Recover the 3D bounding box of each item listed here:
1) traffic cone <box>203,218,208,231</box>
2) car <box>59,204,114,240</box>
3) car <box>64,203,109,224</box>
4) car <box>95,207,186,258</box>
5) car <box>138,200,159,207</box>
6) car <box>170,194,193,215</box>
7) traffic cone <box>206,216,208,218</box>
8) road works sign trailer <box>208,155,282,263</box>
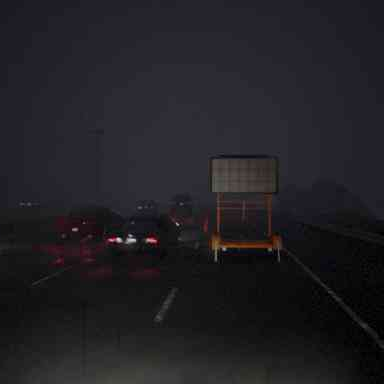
[{"bbox_3d":[0.793,1.955,19.119,0.340,0.580,0.340,0,0,3],"label":"traffic cone"},{"bbox_3d":[-4.866,1.477,16.816,1.882,1.535,5.008,0,0,4],"label":"car"},{"bbox_3d":[-8.001,1.601,25.703,1.895,1.301,4.718,0,0,1],"label":"car"},{"bbox_3d":[-1.644,1.548,12.802,2.033,1.411,5.357,0,0,5],"label":"car"},{"bbox_3d":[-4.560,1.547,34.757,2.033,1.411,5.357,0,0,-2],"label":"car"},{"bbox_3d":[-1.057,1.223,34.011,2.150,2.045,5.566,0,0,-2],"label":"car"},{"bbox_3d":[0.913,1.955,21.115,0.340,0.580,0.340,0,0,3],"label":"traffic cone"},{"bbox_3d":[1.860,0.464,12.042,2.380,3.560,2.880,0,0,3],"label":"road works sign trailer"}]
